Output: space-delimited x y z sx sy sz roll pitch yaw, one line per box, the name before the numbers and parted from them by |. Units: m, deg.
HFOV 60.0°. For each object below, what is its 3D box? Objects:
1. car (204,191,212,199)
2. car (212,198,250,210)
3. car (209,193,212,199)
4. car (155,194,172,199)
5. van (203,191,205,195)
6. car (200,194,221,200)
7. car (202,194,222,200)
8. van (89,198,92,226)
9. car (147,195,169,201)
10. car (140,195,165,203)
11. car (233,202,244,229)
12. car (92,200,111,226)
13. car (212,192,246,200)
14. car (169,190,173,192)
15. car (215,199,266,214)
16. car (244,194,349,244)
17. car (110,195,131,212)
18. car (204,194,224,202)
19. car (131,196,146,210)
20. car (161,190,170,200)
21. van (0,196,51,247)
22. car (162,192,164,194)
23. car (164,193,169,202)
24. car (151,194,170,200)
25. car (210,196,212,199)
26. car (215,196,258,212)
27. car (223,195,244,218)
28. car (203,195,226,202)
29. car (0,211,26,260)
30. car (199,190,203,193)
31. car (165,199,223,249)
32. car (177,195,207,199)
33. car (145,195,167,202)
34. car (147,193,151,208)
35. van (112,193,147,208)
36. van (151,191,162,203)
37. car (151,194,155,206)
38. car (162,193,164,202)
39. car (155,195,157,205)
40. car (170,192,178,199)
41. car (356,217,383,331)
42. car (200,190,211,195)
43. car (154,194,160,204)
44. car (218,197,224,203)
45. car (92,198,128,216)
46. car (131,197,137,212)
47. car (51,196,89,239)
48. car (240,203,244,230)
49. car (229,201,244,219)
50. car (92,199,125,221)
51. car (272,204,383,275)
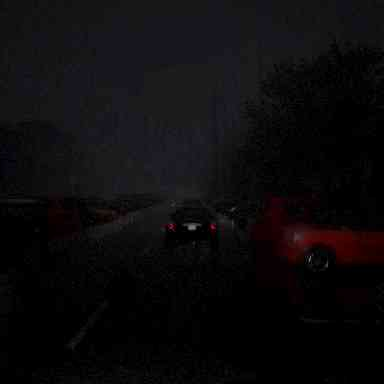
car | 5.012 1.213 48.920 5.566 2.045 2.435 0 0 0
car | 5.043 1.511 43.351 4.674 1.452 2.002 0 0 0
car | 5.009 1.342 46.136 4.553 1.767 2.185 0 0 0
car | -8.011 1.197 93.450 4.792 1.488 2.163 0 1 0
van | 4.923 1.207 65.630 4.442 1.987 1.878 0 0 0
car | 4.854 1.274 88.054 5.366 1.575 1.946 0 1 0
car | 5.045 1.320 85.265 5.008 1.535 2.097 0 1 0
van | -8.157 1.255 18.277 4.442 1.987 1.878 0 0 0
car | -8.045 1.384 79.517 5.008 1.535 2.097 0 0 0
car | -8.045 1.426 68.378 5.008 1.535 2.097 0 0 0
car | 5.045 1.481 18.286 5.008 1.535 2.097 0 0 0
car | -8.046 1.483 21.061 4.892 1.521 2.231 0 0 0
car | 5.012 1.229 32.210 5.566 2.045 2.435 0 0 0
car | -8.009 1.154 87.880 4.553 1.767 2.185 0 1 0
car | 5.044 1.478 34.997 5.008 1.535 2.097 0 0 0
car | 5.068 1.229 12.841 5.566 2.045 2.435 0 0 0
car | -8.071 1.356 29.411 4.553 1.767 2.185 0 0 0
car | 5.071 1.277 76.894 4.553 1.767 2.185 0 0 0
car | -8.069 1.506 37.761 4.792 1.488 2.163 0 0 0
car | -8.012 1.169 71.160 5.566 2.045 2.435 0 0 0
van | -8.156 1.254 12.835 4.442 1.987 1.878 0 0 0
car | -8.071 1.312 62.936 4.553 1.767 2.185 0 0 0
car | -7.855 1.429 65.595 5.366 1.575 1.946 0 0 0
car | -8.037 1.363 85.096 4.674 1.452 2.002 0 1 0
car | 5.034 1.474 40.567 5.008 1.535 2.097 0 0 0
car | 5.008 1.351 37.782 4.553 1.767 2.185 0 0 0
car | 5.071 1.356 26.641 4.553 1.767 2.185 0 0 0
car | 5.034 1.414 74.109 5.008 1.535 2.097 0 0 0
car | -8.047 1.480 9.928 4.892 1.521 2.231 0 0 0
car | 5.068 1.105 82.473 5.566 2.045 2.435 0 1 0
car | 0.000 1.367 14.634 2.097 1.767 4.553 0 0 0
car | 0.000 1.368 29.635 2.097 1.767 4.553 0 0 0
car | -8.043 1.454 73.944 4.674 1.452 2.002 0 0 0
car | -8.071 1.345 43.328 4.553 1.767 2.185 0 0 0
van | -8.157 1.248 40.607 4.442 1.987 1.878 0 0 0
van | -7.923 1.224 57.244 4.442 1.987 1.878 0 0 0
car | -8.225 1.465 46.111 5.366 1.575 1.946 0 0 0
car | -8.034 1.445 60.028 4.892 1.521 2.231 0 0 0
car | -8.038 1.504 48.894 4.674 1.452 2.002 0 0 0
car | -3.500 1.426 75.965 1.812 1.442 4.674 0 0 0
car | 5.071 1.352 4.487 4.553 1.767 2.185 0 0 0
car | 5.011 1.175 68.416 5.566 2.045 2.435 0 0 0
car | -8.045 1.459 51.678 5.008 1.535 2.097 0 0 0
car | 5.046 1.483 29.427 4.892 1.521 2.231 0 0 0
car | -8.034 1.483 26.627 4.892 1.521 2.231 0 0 0
car | -8.037 1.520 32.194 4.674 1.452 2.002 0 0 0
car | -8.068 1.229 15.494 5.566 2.045 2.435 0 0 0
car | 5.225 1.478 15.626 5.366 1.575 1.946 0 0 0
car | 5.010 1.511 21.072 4.792 1.488 2.163 0 0 0
car | -7.855 1.478 23.844 5.366 1.575 1.946 0 0 0
car | 5.009 1.353 9.932 4.553 1.767 2.185 0 0 0
